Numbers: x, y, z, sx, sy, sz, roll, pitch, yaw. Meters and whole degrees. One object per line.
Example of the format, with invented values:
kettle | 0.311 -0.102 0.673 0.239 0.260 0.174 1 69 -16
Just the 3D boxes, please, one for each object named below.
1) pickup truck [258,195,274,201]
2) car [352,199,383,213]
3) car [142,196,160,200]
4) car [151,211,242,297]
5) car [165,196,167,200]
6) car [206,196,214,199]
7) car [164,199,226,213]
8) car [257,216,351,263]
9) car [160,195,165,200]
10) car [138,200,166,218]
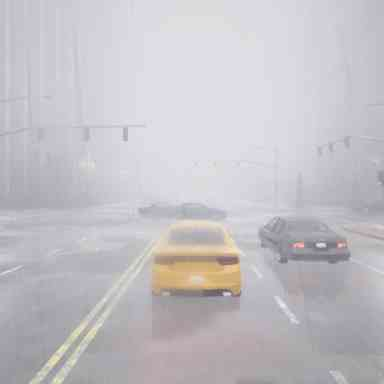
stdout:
pickup truck | 17.241 1.059 76.577 2.390 2.098 6.274 0 0 31
car | 20.211 1.505 36.615 4.892 1.490 1.837 0 0 1
car | -6.671 1.491 51.771 2.128 1.511 4.902 0 0 1
car | 0.121 1.478 8.636 1.882 1.535 5.008 0 0 1
car | -6.422 1.500 71.517 1.837 1.490 4.892 0 0 0
car | 4.123 1.595 76.940 1.895 1.301 4.718 0 0 0
car | 0.439 1.525 26.272 4.674 1.442 1.812 0 0 1
car | 3.667 1.547 11.876 2.033 1.411 5.357 0 0 1
car | -6.572 1.478 61.247 1.882 1.535 5.008 0 0 1
car | -2.342 1.601 29.823 4.718 1.301 1.895 0 0 1
